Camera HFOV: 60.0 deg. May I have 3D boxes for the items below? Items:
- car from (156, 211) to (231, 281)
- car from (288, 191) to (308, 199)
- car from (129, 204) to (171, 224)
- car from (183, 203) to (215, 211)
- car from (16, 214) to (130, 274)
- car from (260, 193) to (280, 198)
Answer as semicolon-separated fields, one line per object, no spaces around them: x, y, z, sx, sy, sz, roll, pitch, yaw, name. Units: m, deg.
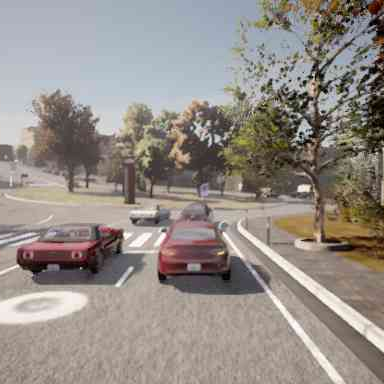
0.045;1.513;9.702;1.812;1.442;4.674;0;0;0;car
20.367;0.566;64.407;2.128;1.511;4.902;0;2;-15;car
-2.826;1.476;23.520;1.895;1.301;4.718;0;1;9;car
0.406;1.442;22.070;2.033;1.411;5.357;0;1;8;car
-3.454;1.587;10.525;1.895;1.301;4.718;0;0;0;car
15.742;0.563;68.106;1.895;1.301;4.718;-1;2;-24;car
